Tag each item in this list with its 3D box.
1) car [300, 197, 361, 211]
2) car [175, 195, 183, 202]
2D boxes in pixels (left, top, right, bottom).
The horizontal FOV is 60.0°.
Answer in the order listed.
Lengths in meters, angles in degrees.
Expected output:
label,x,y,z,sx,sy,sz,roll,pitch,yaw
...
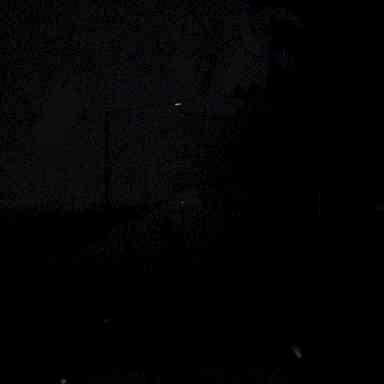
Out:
label,x,y,z,sx,sy,sz,roll,pitch,yaw
car,12.132,1.051,29.249,4.718,1.301,1.895,-3,0,1
car,-2.958,1.431,77.530,1.837,1.490,4.892,0,0,0
